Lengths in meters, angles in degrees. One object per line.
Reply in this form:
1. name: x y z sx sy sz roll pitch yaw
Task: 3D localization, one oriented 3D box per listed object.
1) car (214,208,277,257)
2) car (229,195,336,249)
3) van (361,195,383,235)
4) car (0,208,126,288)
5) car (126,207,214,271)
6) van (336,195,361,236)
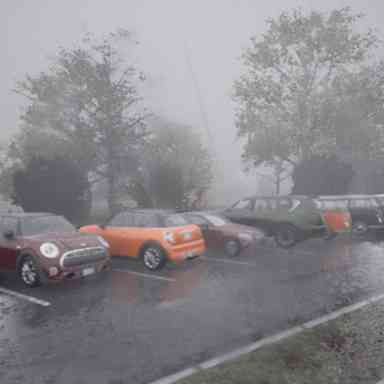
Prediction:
1. car: 0.527 1.491 12.751 4.674 1.452 2.002 -1 -1 34
2. car: 2.919 1.181 14.495 5.566 2.045 2.435 -1 0 34
3. van: 7.885 1.166 17.880 4.442 1.987 1.878 -1 -1 34
4. car: -4.344 1.363 9.310 4.553 1.767 2.185 -1 -1 35
5. car: -1.874 1.343 10.997 4.553 1.767 2.185 -1 0 34
6. van: 5.464 1.185 16.147 4.442 1.987 1.878 -1 -1 35
